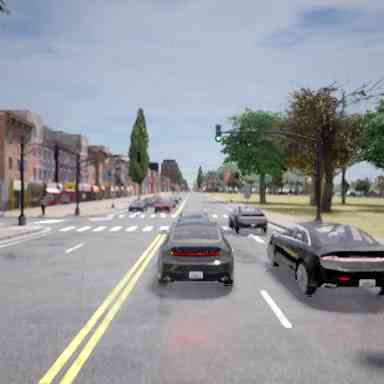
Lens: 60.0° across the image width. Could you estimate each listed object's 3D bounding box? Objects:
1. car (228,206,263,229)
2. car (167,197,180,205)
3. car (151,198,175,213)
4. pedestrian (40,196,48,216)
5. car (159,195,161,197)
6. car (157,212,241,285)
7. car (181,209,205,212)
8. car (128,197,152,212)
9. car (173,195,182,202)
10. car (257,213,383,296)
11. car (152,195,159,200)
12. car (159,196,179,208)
[{"bbox_3d":[3.333,1.607,20.421,2.128,1.511,4.902,0,0,0],"label":"car"},{"bbox_3d":[-3.296,1.562,59.987,1.895,1.301,4.718,0,1,1],"label":"car"},{"bbox_3d":[-3.340,1.717,39.450,1.895,1.301,4.718,0,0,0],"label":"car"},{"bbox_3d":[-14.123,1.322,31.651,0.375,1.860,0.375,0,-1,0],"label":"pedestrian"},{"bbox_3d":[-6.536,1.302,61.217,2.097,1.767,4.553,0,0,0],"label":"car"},{"bbox_3d":[0.092,1.556,9.618,1.837,1.490,4.892,0,0,0],"label":"car"},{"bbox_3d":[0.086,1.718,20.703,1.895,1.301,4.718,0,0,0],"label":"car"},{"bbox_3d":[-6.586,1.656,41.176,2.033,1.411,5.357,0,0,0],"label":"car"},{"bbox_3d":[-3.232,1.410,74.567,1.895,1.301,4.718,0,0,0],"label":"car"},{"bbox_3d":[3.342,1.535,8.757,2.128,1.511,4.902,0,0,0],"label":"car"},{"bbox_3d":[-6.577,1.546,50.998,1.837,1.490,4.892,0,0,0],"label":"car"},{"bbox_3d":[-3.335,1.627,48.255,1.994,1.385,4.181,0,0,0],"label":"car"}]
